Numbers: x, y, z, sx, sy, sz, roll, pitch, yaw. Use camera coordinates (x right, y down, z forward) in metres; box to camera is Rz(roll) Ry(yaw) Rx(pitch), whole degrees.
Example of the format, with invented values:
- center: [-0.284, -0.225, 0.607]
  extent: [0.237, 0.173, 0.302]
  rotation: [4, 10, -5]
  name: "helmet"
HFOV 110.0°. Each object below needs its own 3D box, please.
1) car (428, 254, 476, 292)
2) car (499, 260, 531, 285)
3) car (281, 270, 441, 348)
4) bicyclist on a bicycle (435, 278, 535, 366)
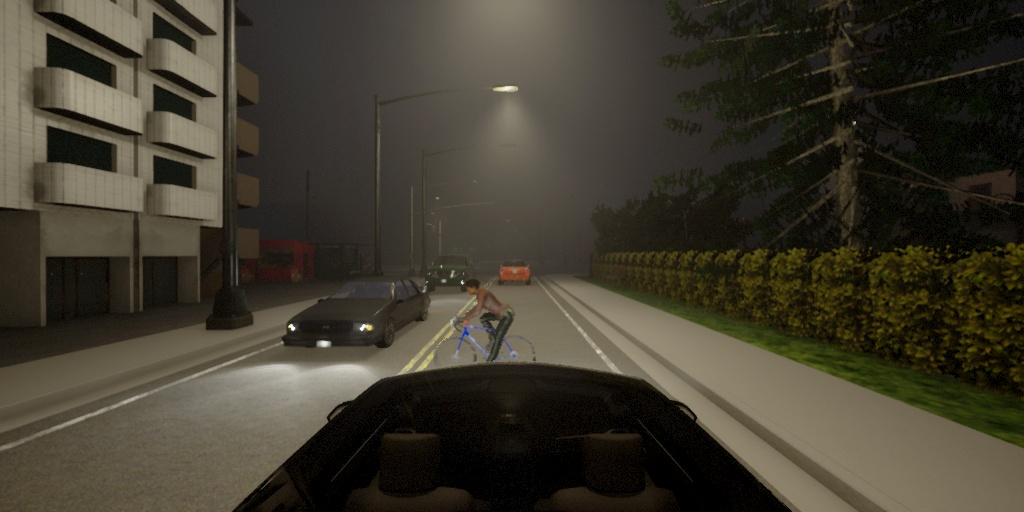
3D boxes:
- center: [-3.422, 0.907, 21.020]
  extent: [2.150, 2.045, 5.566]
  rotation: [0, 0, 1]
  name: "car"
- center: [0.192, 1.024, 25.115]
  extent: [2.097, 1.767, 4.553]
  rotation: [0, 0, 0]
  name: "car"
- center: [-3.538, 1.272, 9.451]
  extent: [2.033, 1.411, 5.357]
  rotation: [0, 0, 1]
  name: "car"
- center: [-0.457, 1.187, 5.836]
  extent: [1.656, 1.620, 0.582]
  rotation: [-2, 0, 0]
  name: "bicyclist on a bicycle"
